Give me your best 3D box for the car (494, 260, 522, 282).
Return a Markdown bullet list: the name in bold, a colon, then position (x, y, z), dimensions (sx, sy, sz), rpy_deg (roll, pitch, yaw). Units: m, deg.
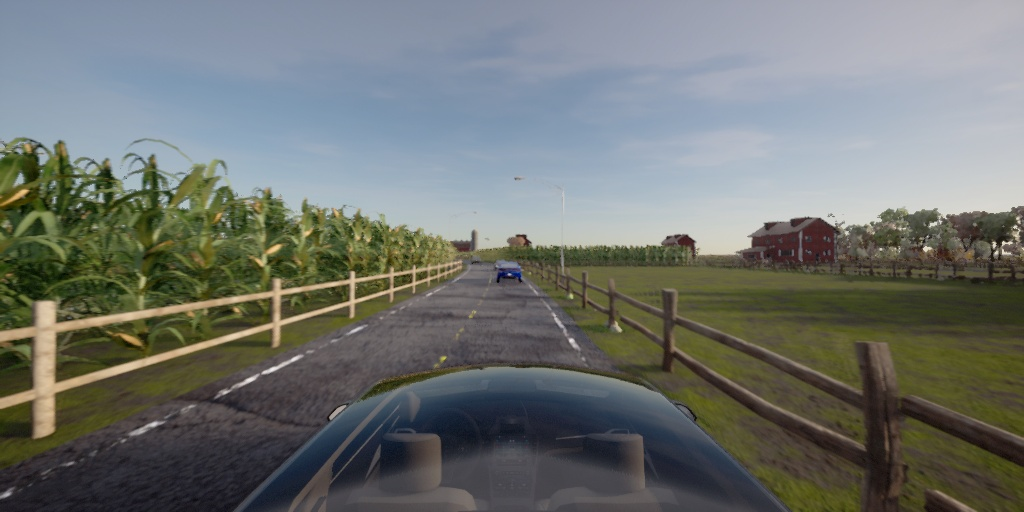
- **car**: position (-0.287, 1.205, 28.980), dimensions (1.882, 1.535, 5.008), rpy_deg (1, 0, -2)
